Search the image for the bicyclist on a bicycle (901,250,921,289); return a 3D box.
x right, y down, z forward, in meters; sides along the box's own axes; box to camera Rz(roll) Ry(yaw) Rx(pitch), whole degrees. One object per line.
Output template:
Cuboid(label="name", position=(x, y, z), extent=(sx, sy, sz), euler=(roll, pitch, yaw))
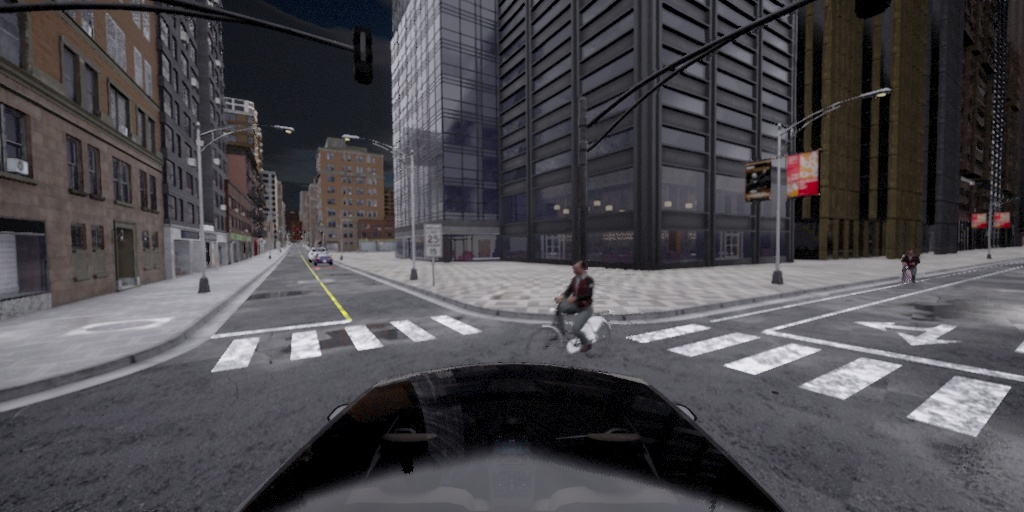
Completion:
Cuboid(label="bicyclist on a bicycle", position=(18.094, 0.590, 16.338), extent=(1.843, 1.776, 0.659), euler=(-1, 2, -31))

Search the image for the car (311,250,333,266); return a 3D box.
Cuboid(label="car", position=(-22.162, 0.349, 42.105), extent=(1.812, 1.442, 4.674), euler=(-2, 2, -31))

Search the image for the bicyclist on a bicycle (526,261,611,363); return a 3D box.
Cuboid(label="bicyclist on a bicycle", position=(0.997, 0.967, 6.085), extent=(1.843, 1.776, 0.659), euler=(-1, 2, -31))

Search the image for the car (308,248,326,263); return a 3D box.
Cuboid(label="car", position=(-27.309, -0.177, 50.484), extent=(2.150, 2.045, 5.566), euler=(-2, 2, -31))
